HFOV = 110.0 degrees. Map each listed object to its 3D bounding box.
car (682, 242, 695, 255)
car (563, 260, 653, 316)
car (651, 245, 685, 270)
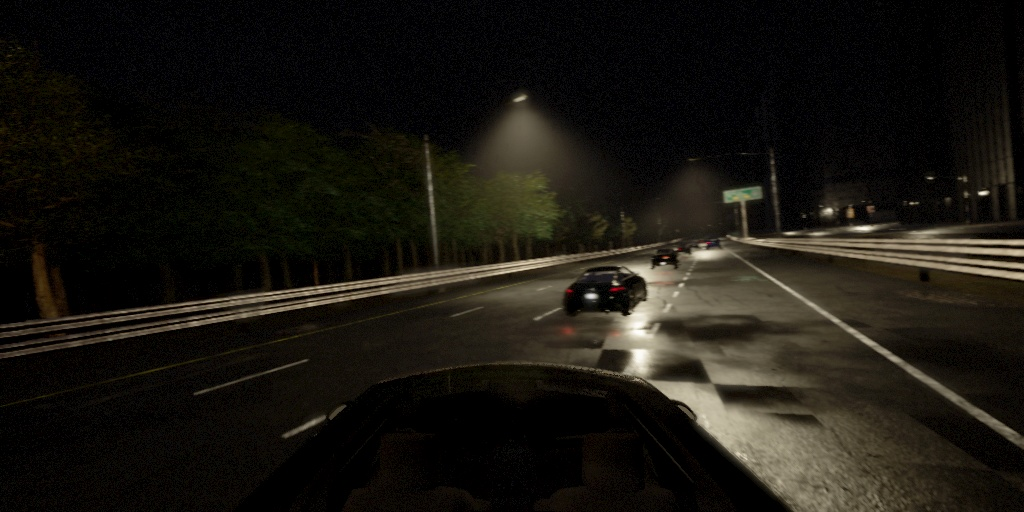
[{"bbox_3d":[22.683,-0.809,47.335,1.837,1.490,4.892,-5,0,29],"label":"car"},{"bbox_3d":[3.191,1.018,11.828,1.994,1.385,4.181,-5,0,29],"label":"car"},{"bbox_3d":[11.869,0.177,27.604,1.837,1.490,4.892,-5,0,29],"label":"car"}]
